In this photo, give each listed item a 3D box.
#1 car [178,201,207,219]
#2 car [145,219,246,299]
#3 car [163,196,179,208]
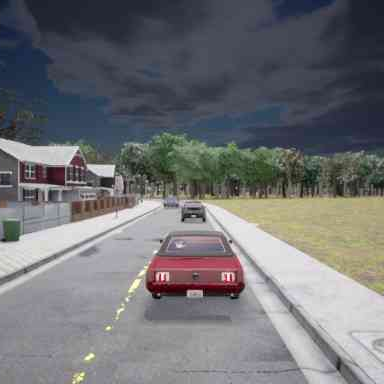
[{"bbox_3d":[0.112,1.500,26.434,1.837,1.490,4.892,0,0,0],"label":"car"},{"bbox_3d":[0.099,1.600,8.386,1.895,1.301,4.718,0,0,1],"label":"car"},{"bbox_3d":[-2.905,1.340,46.754,2.097,1.767,4.553,0,0,-1],"label":"car"}]
